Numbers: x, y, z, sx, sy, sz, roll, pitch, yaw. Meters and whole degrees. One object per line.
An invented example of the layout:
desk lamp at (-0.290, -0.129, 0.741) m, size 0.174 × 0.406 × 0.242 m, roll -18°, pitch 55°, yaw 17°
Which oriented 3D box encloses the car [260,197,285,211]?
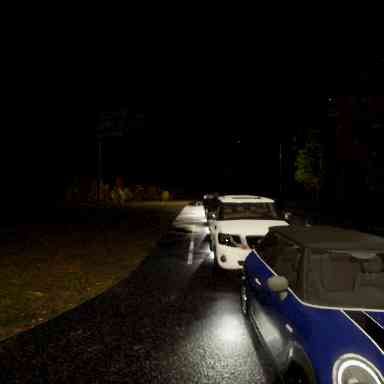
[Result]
car at (9.234, 1.326, 38.565) m, size 1.812 × 1.442 × 4.674 m, roll 0°, pitch 0°, yaw 1°

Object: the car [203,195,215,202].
car at (3.334, 1.223, 64.987) m, size 1.994 × 1.385 × 4.181 m, roll 0°, pitch 0°, yaw 6°

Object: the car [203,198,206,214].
car at (1.934, 1.379, 23.102) m, size 1.837 × 1.490 × 4.892 m, roll 0°, pitch 0°, yaw 1°

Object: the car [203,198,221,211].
car at (2.233, 1.400, 38.289) m, size 1.895 × 1.301 × 4.718 m, roll 0°, pitch 0°, yaw 1°

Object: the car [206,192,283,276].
car at (1.699, 1.160, 10.514) m, size 2.150 × 2.045 × 5.566 m, roll 0°, pitch 0°, yaw 1°

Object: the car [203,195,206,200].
car at (2.055, 1.321, 29.357) m, size 1.882 × 1.535 × 5.008 m, roll 0°, pitch 0°, yaw 1°

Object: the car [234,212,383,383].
car at (1.937, 1.338, 4.168) m, size 2.097 × 1.767 × 4.553 m, roll 0°, pitch 0°, yaw 0°

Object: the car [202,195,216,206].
car at (2.550, 1.224, 51.319) m, size 2.128 × 1.511 × 4.902 m, roll 0°, pitch 0°, yaw 2°
